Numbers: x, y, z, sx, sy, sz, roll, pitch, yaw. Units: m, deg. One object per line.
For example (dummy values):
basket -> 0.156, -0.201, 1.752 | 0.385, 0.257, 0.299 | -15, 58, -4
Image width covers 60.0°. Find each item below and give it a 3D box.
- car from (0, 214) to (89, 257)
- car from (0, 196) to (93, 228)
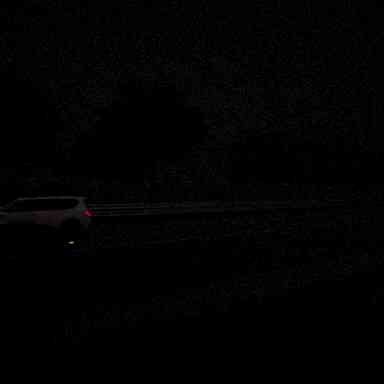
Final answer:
car -> -5.390, 1.525, 8.743 | 4.674, 1.442, 1.812 | 0, 0, -35
car -> -7.589, 1.219, 15.774 | 5.566, 2.045, 2.150 | 0, 0, -35
